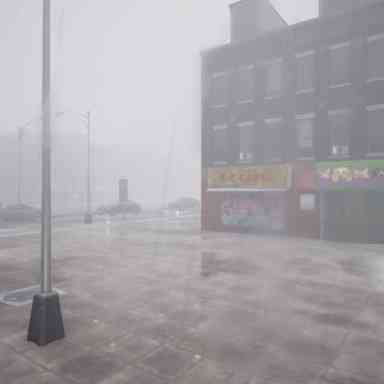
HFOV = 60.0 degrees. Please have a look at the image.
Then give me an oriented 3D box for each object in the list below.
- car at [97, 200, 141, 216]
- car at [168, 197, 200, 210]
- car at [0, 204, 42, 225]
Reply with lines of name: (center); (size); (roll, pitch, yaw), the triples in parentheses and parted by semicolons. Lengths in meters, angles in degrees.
car: (-6.881, 1.439, 31.801); (1.812, 1.442, 4.674); (0, 0, 35)
car: (-0.924, 1.382, 40.217); (1.837, 1.490, 4.892); (0, 0, 36)
car: (-12.753, 1.515, 23.489); (1.994, 1.385, 4.181); (0, 0, 36)
